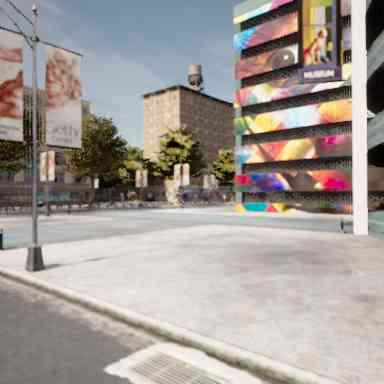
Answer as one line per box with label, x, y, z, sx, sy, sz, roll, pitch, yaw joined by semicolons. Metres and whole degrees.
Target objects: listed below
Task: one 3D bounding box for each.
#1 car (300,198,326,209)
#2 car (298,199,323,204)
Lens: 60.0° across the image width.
car;18.522;1.750;50.871;2.161;1.482;4.786;-1;-1;40
car;13.780;1.580;38.903;2.002;1.452;4.674;-1;-1;40
